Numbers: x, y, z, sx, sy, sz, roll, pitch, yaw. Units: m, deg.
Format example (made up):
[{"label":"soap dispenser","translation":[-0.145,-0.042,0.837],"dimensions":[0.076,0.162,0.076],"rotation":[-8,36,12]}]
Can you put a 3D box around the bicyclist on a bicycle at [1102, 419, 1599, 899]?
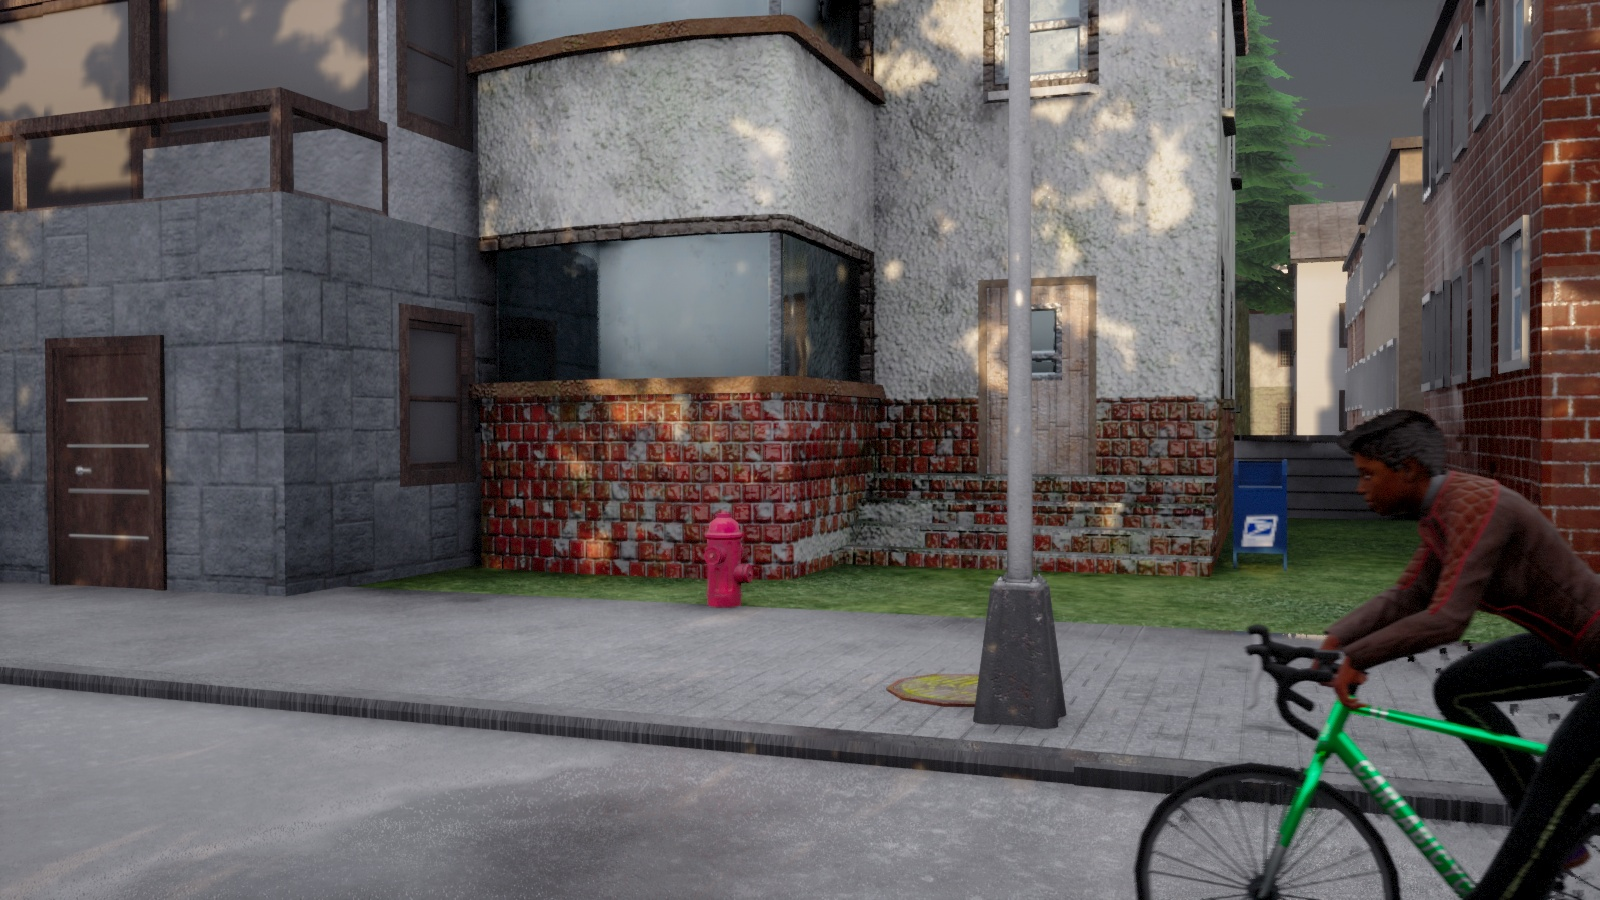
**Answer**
[{"label":"bicyclist on a bicycle","translation":[1.656,0.734,3.222],"dimensions":[1.656,1.620,0.582],"rotation":[0,1,20]}]
